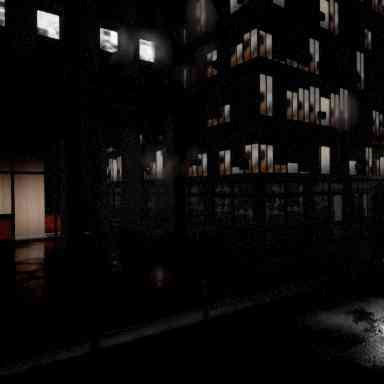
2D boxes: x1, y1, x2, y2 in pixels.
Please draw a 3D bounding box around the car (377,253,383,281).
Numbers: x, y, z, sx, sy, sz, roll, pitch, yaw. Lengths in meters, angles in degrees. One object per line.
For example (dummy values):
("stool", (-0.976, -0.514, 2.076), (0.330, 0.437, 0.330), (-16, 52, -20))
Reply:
("car", (6.455, 1.599, 8.037), (4.718, 1.301, 1.895), (0, 0, -36))
